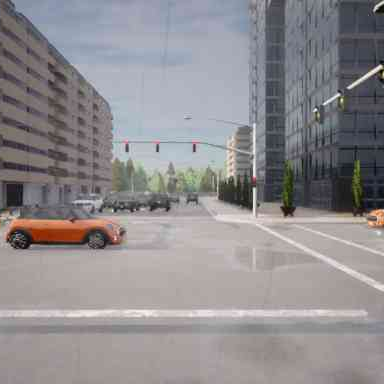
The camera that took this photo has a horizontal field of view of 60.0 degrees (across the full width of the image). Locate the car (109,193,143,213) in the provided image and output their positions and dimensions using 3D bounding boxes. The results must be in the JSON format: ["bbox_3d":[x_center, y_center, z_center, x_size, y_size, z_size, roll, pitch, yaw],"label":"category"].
[{"bbox_3d":[-7.426,1.221,38.092,2.150,2.045,5.566,0,0,1],"label":"car"}]

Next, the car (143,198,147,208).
[{"bbox_3d":[-7.334,1.547,48.336,2.033,1.411,5.357,0,0,1],"label":"car"}]

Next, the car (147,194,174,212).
[{"bbox_3d":[-3.696,1.221,39.813,2.150,2.045,5.566,0,0,0],"label":"car"}]

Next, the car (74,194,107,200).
[{"bbox_3d":[-10.935,1.221,34.917,2.150,2.045,5.566,0,0,-1],"label":"car"}]

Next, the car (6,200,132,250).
[{"bbox_3d":[-5.096,1.376,13.941,4.553,1.767,2.097,0,0,0],"label":"car"}]

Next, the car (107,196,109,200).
[{"bbox_3d":[-10.876,1.351,44.761,2.097,1.767,4.553,0,0,1],"label":"car"}]

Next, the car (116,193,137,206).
[{"bbox_3d":[-10.747,1.221,54.962,2.150,2.045,5.566,0,0,1],"label":"car"}]

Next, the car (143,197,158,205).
[{"bbox_3d":[-7.198,1.563,58.356,1.994,1.385,4.181,0,0,1],"label":"car"}]

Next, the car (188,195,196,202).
[{"bbox_3d":[0.083,1.500,74.517,1.837,1.490,4.892,0,0,1],"label":"car"}]

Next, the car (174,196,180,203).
[{"bbox_3d":[-3.418,1.490,66.540,2.128,1.511,4.902,0,0,1],"label":"car"}]

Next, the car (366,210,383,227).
[{"bbox_3d":[13.575,1.407,21.083,4.553,1.767,2.097,0,0,0],"label":"car"}]

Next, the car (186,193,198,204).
[{"bbox_3d":[0.050,1.221,63.804,2.150,2.045,5.566,0,0,1],"label":"car"}]
